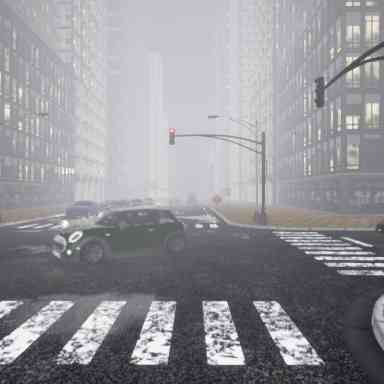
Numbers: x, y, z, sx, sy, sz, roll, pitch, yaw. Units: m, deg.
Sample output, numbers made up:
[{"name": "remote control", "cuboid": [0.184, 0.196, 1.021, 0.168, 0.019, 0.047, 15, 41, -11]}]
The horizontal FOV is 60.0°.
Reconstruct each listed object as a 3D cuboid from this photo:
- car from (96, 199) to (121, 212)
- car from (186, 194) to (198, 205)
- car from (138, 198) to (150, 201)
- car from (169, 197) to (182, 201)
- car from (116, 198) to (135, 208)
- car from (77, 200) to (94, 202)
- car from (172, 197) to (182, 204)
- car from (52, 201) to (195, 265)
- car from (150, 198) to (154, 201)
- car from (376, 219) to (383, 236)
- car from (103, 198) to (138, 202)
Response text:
[{"name": "car", "cuboid": [-9.861, 1.606, 39.528, 1.994, 1.385, 4.181, 0, 0, 0]}, {"name": "car", "cuboid": [-0.017, 1.605, 60.181, 1.837, 1.490, 4.892, 0, 0, 0]}, {"name": "car", "cuboid": [-6.611, 1.520, 39.674, 1.882, 1.535, 5.008, 0, 0, 0]}, {"name": "car", "cuboid": [-3.169, 1.591, 60.025, 2.128, 1.511, 4.902, 0, 0, 0]}, {"name": "car", "cuboid": [-9.854, 1.630, 49.452, 1.994, 1.385, 4.181, 0, 0, 0]}, {"name": "car", "cuboid": [-9.863, 1.503, 30.395, 1.882, 1.535, 5.008, 0, 0, 0]}, {"name": "car", "cuboid": [-3.203, 1.701, 70.353, 1.994, 1.385, 4.181, 0, 0, 0]}, {"name": "car", "cuboid": [-2.438, 1.355, 11.776, 4.553, 1.767, 2.097, 0, 0, -35]}, {"name": "car", "cuboid": [-6.608, 1.593, 50.054, 1.812, 1.442, 4.674, 0, 0, 0]}, {"name": "car", "cuboid": [11.173, 1.492, 15.239, 5.008, 1.535, 1.882, 0, 0, 3]}, {"name": "car", "cuboid": [-6.609, 1.516, 30.146, 2.128, 1.511, 4.902, 0, 0, 0]}]
